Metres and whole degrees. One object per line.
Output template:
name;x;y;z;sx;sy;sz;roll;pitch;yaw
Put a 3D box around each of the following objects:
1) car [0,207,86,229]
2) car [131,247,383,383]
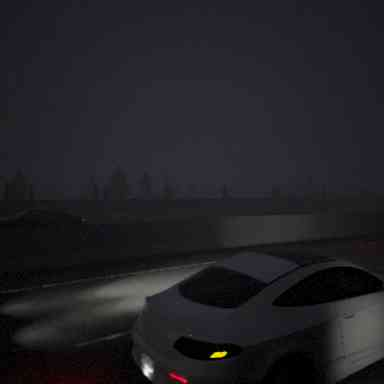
car;-7.400;1.469;15.644;4.674;1.442;1.812;0;0;-33
car;1.501;1.513;4.535;4.674;1.442;1.812;0;0;-33
